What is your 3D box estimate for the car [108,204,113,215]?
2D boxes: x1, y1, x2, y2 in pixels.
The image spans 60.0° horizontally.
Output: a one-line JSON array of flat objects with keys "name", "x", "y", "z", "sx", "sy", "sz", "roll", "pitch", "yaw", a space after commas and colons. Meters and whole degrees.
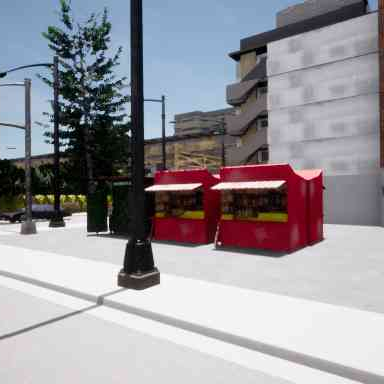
[{"name": "car", "x": -6.902, "y": 1.490, "z": 34.620, "sx": 2.097, "sy": 1.767, "sz": 4.553, "roll": -1, "pitch": -1, "yaw": 36}]

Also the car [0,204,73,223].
[{"name": "car", "x": -12.444, "y": 1.686, "z": 26.971, "sx": 2.033, "sy": 1.411, "sz": 5.357, "roll": -1, "pitch": -1, "yaw": 36}]
